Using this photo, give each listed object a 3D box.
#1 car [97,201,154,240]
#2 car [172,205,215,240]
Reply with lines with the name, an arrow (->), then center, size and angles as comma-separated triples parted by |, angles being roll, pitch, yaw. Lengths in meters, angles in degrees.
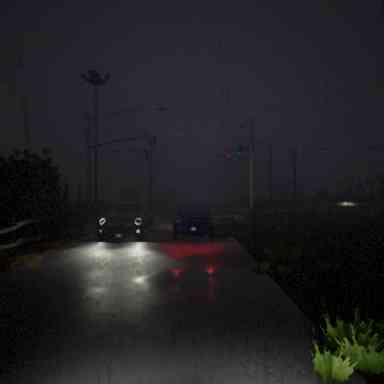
car -> -3.148, 1.273, 16.533 | 2.097, 1.767, 4.553 | 0, 0, 0
car -> 0.071, 1.398, 16.605 | 1.882, 1.535, 5.008 | 0, 0, 0
